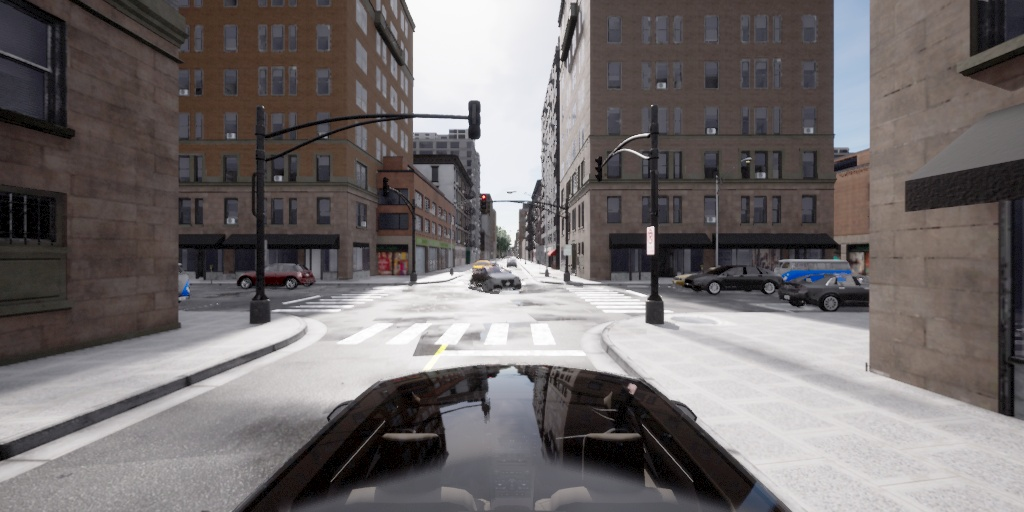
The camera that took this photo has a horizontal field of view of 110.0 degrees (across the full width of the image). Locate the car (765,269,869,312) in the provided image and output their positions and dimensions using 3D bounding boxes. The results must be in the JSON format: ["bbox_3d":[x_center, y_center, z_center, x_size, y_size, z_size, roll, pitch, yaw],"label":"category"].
[{"bbox_3d":[12.513,1.317,13.443,4.403,1.370,2.007,0,0,1],"label":"car"}]

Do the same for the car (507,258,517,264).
[{"bbox_3d":[-0.046,1.325,63.716,2.033,1.411,5.357,0,0,0],"label":"car"}]

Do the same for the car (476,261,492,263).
[{"bbox_3d":[-3.127,1.254,38.202,1.882,1.535,5.008,0,0,0],"label":"car"}]

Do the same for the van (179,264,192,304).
[{"bbox_3d":[-14.682,1.102,13.706,3.998,1.789,1.690,0,0,1],"label":"van"}]

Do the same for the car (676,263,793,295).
[{"bbox_3d":[11.915,1.266,19.418,4.892,1.490,1.837,0,0,-1],"label":"car"}]

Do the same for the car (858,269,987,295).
[{"bbox_3d":[21.949,1.364,19.309,4.718,1.301,1.895,0,0,1],"label":"car"}]

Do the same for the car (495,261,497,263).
[{"bbox_3d":[-3.131,1.379,54.458,1.895,1.301,4.718,0,0,0],"label":"car"}]

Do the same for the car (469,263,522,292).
[{"bbox_3d":[-1.075,1.331,21.296,1.994,1.385,4.181,0,0,-25],"label":"car"}]

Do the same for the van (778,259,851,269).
[{"bbox_3d":[18.246,1.101,21.914,3.998,1.789,1.690,0,0,1],"label":"van"}]

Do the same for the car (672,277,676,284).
[{"bbox_3d":[12.407,1.285,21.970,4.829,1.417,1.751,0,0,1],"label":"car"}]

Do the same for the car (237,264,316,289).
[{"bbox_3d":[-14.617,1.194,22.231,4.097,1.591,1.967,0,0,1],"label":"car"}]
